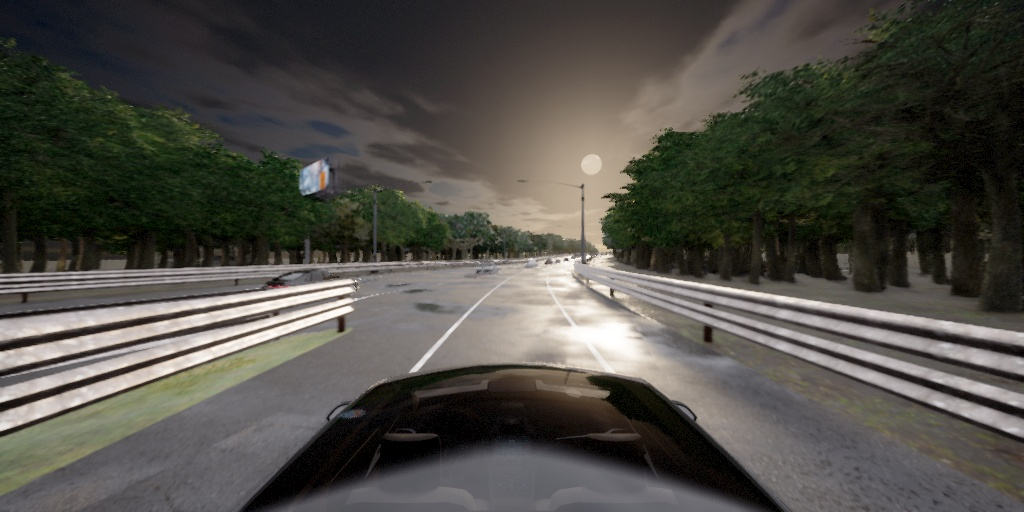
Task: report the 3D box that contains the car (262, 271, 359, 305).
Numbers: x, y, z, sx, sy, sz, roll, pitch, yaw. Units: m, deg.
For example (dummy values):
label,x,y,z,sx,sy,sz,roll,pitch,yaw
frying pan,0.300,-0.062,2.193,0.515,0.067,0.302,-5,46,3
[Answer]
label,x,y,z,sx,sy,sz,roll,pitch,yaw
car,-9.671,1.450,17.657,1.837,1.490,4.892,0,1,14

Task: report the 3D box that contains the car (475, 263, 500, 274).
label,x,y,z,sx,sy,sz,roll,pitch,yaw
car,-2.932,1.506,44.860,1.895,1.301,4.718,0,0,14
